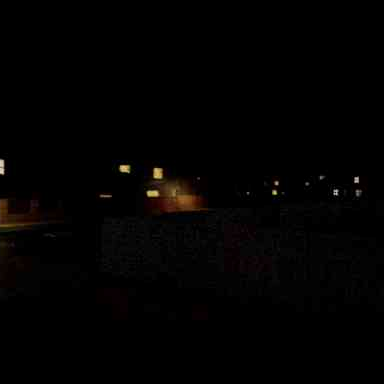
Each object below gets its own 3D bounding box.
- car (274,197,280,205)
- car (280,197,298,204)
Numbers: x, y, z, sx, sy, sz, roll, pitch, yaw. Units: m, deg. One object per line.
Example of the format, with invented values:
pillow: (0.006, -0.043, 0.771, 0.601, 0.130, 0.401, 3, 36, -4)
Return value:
car: (15.158, 1.596, 56.450, 1.812, 1.442, 4.674, 1, 0, 2)
car: (13.340, 1.657, 44.966, 1.994, 1.385, 4.181, 1, 0, 18)
